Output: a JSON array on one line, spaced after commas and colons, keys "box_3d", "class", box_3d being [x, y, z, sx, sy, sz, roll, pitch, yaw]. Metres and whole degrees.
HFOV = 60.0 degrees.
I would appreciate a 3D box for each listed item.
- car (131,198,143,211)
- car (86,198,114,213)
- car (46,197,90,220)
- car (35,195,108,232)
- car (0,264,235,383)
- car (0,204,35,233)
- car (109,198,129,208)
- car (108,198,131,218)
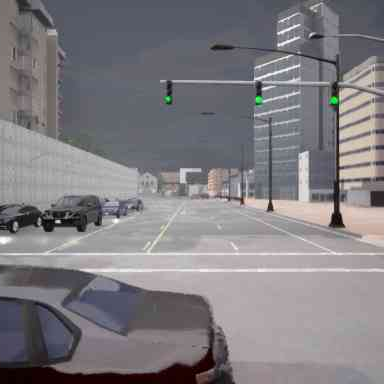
[{"box_3d": [-7.111, 1.494, 40.382, 2.128, 1.511, 4.902, 0, 0, 0], "class": "car"}, {"box_3d": [-10.614, 1.508, 38.652, 1.837, 1.490, 4.892, 0, 0, 0], "class": "car"}, {"box_3d": [-10.615, 1.354, 28.835, 2.097, 1.767, 4.553, 0, 0, 0], "class": "car"}, {"box_3d": [-7.107, 1.223, 20.399, 2.150, 2.045, 5.566, 0, 0, 0], "class": "car"}, {"box_3d": [-2.287, 1.548, 3.470, 5.357, 1.411, 2.033, 0, 0, 0], "class": "car"}, {"box_3d": [-10.610, 1.506, 19.767, 1.837, 1.490, 4.892, 0, 0, 0], "class": "car"}, {"box_3d": [-10.581, 1.604, 48.713, 1.895, 1.301, 4.718, 0, 0, 0], "class": "car"}, {"box_3d": [-7.114, 1.528, 30.039, 1.812, 1.442, 4.674, 0, 0, 0], "class": "car"}]
